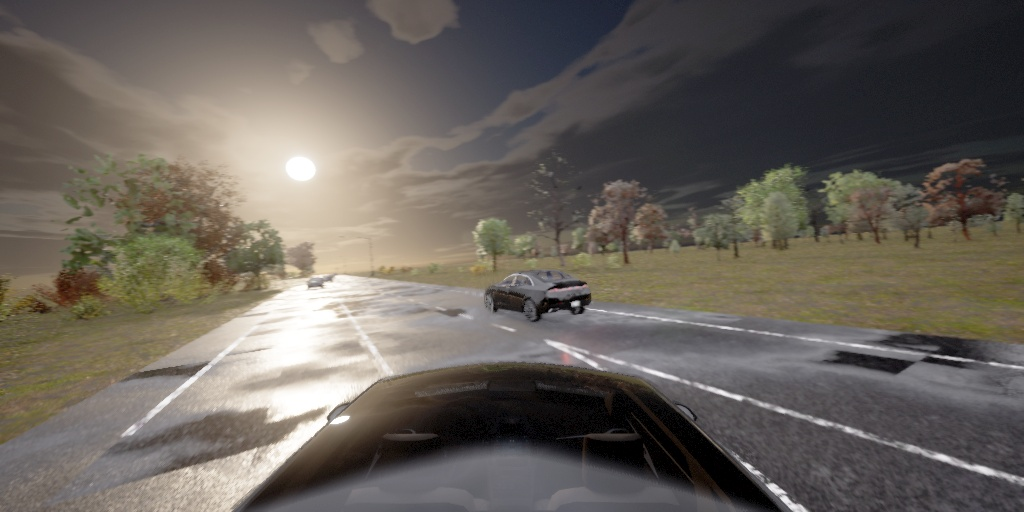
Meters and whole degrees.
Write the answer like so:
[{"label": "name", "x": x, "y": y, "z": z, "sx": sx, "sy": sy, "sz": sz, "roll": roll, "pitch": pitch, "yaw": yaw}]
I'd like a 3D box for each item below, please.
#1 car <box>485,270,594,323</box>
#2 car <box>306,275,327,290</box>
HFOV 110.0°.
[{"label": "car", "x": 0.657, "y": 1.235, "z": 12.254, "sx": 2.128, "sy": 1.511, "sz": 4.902, "roll": -5, "pitch": 0, "yaw": -28}, {"label": "car", "x": -24.724, "y": 3.449, "z": 45.091, "sx": 1.812, "sy": 1.442, "sz": 4.674, "roll": -5, "pitch": 0, "yaw": -28}]
